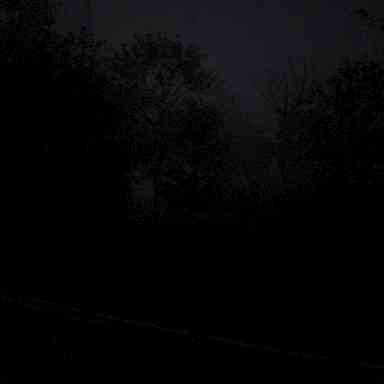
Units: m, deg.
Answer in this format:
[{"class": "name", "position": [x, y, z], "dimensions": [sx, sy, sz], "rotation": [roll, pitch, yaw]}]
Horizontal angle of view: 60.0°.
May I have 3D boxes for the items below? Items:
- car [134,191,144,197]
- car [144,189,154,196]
[{"class": "car", "position": [-16.216, 0.619, 88.930], "dimensions": [1.946, 1.575, 5.366], "rotation": [-1, 2, 44]}, {"class": "car", "position": [-12.175, 0.099, 93.077], "dimensions": [2.435, 2.045, 5.566], "rotation": [-1, 2, 44]}]
